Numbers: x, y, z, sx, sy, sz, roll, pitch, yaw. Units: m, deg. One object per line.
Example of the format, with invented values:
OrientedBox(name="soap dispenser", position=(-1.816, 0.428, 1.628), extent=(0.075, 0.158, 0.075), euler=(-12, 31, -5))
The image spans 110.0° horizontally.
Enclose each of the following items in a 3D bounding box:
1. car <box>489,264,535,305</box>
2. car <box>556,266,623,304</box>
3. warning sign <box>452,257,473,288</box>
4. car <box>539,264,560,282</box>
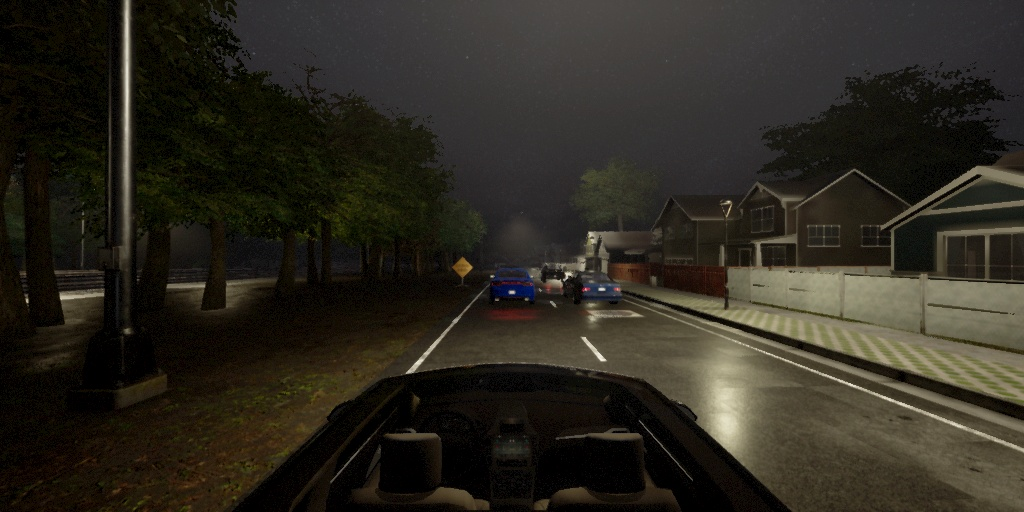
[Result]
OrientedBox(name="car", position=(0.000, 1.292, 16.471), extent=(1.882, 1.535, 5.008), euler=(0, 0, 0))
OrientedBox(name="car", position=(3.500, 1.370, 16.471), extent=(2.033, 1.411, 5.357), euler=(0, 0, 0))
OrientedBox(name="warning sign", position=(-3.050, 0.973, 22.021), extent=(1.300, 1.860, 1.060), euler=(0, 0, 0))
OrientedBox(name="car", position=(3.500, 1.480, 31.475), extent=(2.128, 1.511, 4.902), euler=(0, -1, 0))
